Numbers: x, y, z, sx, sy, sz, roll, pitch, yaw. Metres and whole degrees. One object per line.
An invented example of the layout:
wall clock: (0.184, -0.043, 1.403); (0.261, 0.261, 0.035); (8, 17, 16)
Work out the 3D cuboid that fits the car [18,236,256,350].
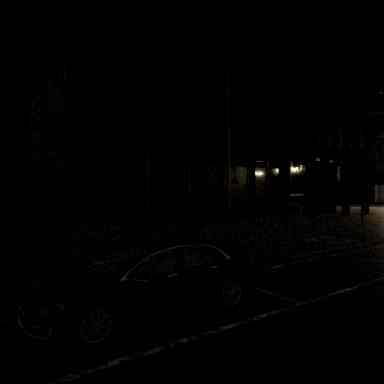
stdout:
car: (-0.740, 1.551, 6.139); (4.403, 1.369, 2.008); (0, 0, -36)
